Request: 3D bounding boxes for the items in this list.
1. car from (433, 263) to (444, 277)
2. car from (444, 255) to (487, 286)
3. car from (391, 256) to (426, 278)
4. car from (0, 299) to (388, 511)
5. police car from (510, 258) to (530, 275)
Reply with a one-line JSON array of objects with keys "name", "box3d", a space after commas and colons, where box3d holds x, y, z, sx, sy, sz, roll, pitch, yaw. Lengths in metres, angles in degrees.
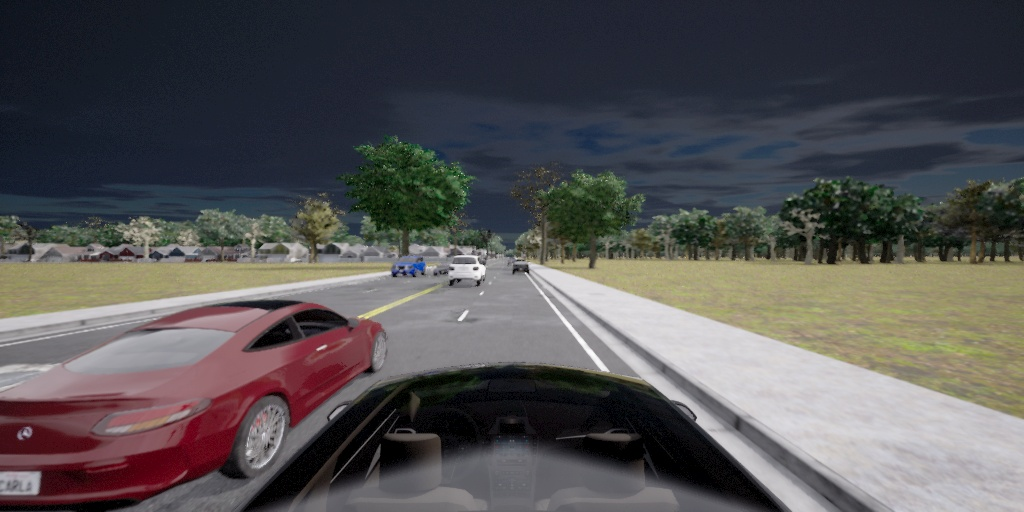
[{"name": "car", "box3d": [-6.585, 1.339, 35.964, 1.994, 1.385, 4.181, 0, 0, 0]}, {"name": "car", "box3d": [-3.144, 0.988, 25.886, 2.150, 2.045, 5.566, 0, 0, 0]}, {"name": "car", "box3d": [-9.839, 0.994, 34.643, 2.150, 2.045, 5.566, 0, 0, 0]}, {"name": "car", "box3d": [-3.150, 1.276, 4.581, 1.812, 1.442, 4.674, 0, 0, 0]}, {"name": "police car", "box3d": [0.982, 1.206, 40.541, 1.930, 1.638, 5.238, 0, 0, 0]}]
